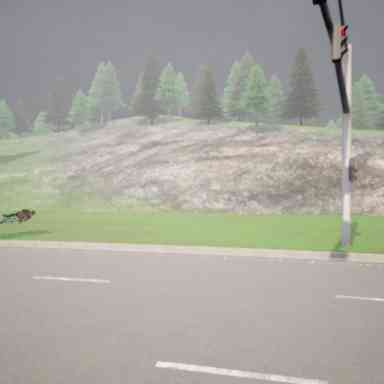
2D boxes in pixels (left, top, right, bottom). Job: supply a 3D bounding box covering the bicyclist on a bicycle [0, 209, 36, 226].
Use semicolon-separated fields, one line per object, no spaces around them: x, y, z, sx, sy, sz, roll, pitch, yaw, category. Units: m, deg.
-7.889;1.173;14.899;1.620;0.582;1.656;-21;13;-34;bicyclist on a bicycle
